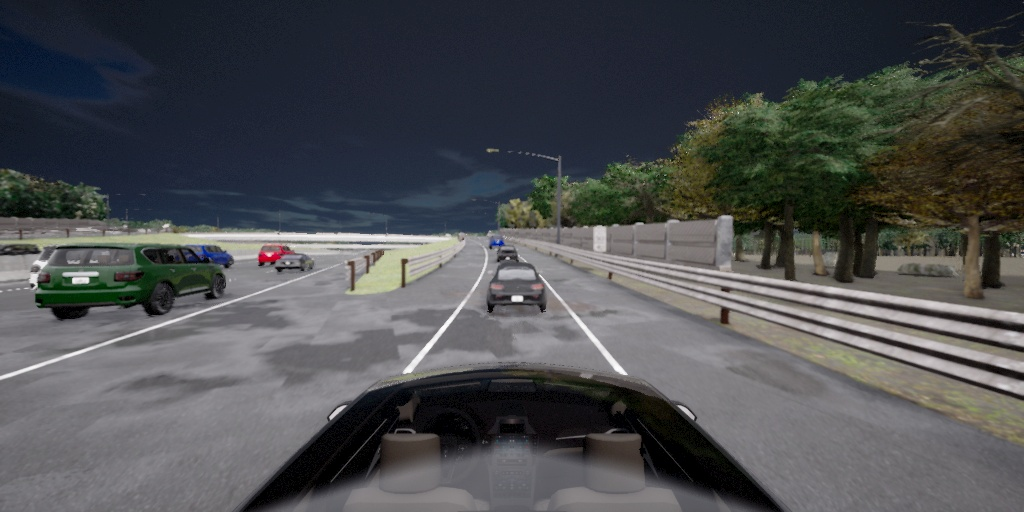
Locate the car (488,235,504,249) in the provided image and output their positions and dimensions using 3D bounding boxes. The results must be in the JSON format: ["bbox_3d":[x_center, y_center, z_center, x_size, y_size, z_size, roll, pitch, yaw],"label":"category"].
[{"bbox_3d":[-2.337,-2.136,53.986,2.150,2.045,5.566,0,4,-6],"label":"car"}]

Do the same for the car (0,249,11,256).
[{"bbox_3d":[-37.907,0.448,24.421,1.812,1.442,4.674,0,2,-18],"label":"car"}]

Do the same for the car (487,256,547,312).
[{"bbox_3d":[0.124,0.934,12.341,1.812,1.442,4.674,0,2,-1],"label":"car"}]

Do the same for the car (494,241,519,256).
[{"bbox_3d":[-0.467,-0.225,31.843,1.837,1.490,4.892,0,4,-3],"label":"car"}]

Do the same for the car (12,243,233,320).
[{"bbox_3d":[-11.313,0.630,11.249,2.150,2.045,5.566,0,1,-18],"label":"car"}]

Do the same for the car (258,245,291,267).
[{"bbox_3d":[-22.768,-0.051,34.922,2.150,2.045,5.566,0,2,-19],"label":"car"}]

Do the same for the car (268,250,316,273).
[{"bbox_3d":[-16.906,0.497,28.125,2.033,1.411,5.357,0,2,-18],"label":"car"}]

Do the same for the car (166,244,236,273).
[{"bbox_3d":[-24.226,0.123,28.251,2.150,2.045,5.566,0,2,-18],"label":"car"}]

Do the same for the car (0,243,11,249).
[{"bbox_3d":[-43.593,-0.055,30.525,2.150,2.045,5.566,0,1,-18],"label":"car"}]
